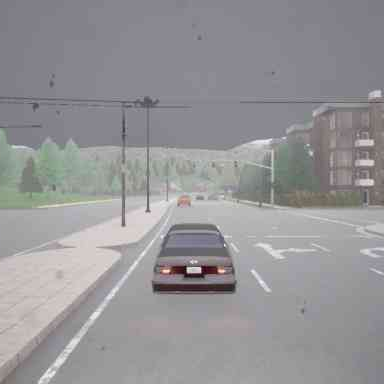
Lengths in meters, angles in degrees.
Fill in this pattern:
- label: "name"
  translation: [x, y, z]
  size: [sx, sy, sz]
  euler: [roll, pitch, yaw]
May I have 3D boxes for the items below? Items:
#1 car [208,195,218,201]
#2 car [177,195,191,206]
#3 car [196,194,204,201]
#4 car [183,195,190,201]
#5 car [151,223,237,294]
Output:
- label: "car"
  translation: [5.566, 1.539, 85.517]
  size: [2.033, 1.411, 5.357]
  euler: [0, 0, 0]
- label: "car"
  translation: [-1.302, 1.352, 54.653]
  size: [2.097, 1.767, 4.553]
  euler: [0, 0, -1]
- label: "car"
  translation: [2.066, 1.477, 85.513]
  size: [1.882, 1.535, 5.008]
  euler: [0, 0, 0]
- label: "car"
  translation: [-1.434, 1.523, 85.478]
  size: [1.812, 1.442, 4.674]
  euler: [0, 0, 0]
- label: "car"
  translation: [0.051, 1.547, 8.906]
  size: [2.033, 1.411, 5.357]
  euler: [0, 0, 0]
